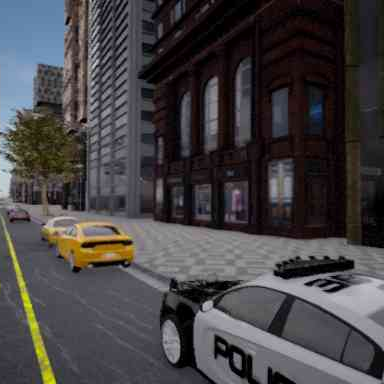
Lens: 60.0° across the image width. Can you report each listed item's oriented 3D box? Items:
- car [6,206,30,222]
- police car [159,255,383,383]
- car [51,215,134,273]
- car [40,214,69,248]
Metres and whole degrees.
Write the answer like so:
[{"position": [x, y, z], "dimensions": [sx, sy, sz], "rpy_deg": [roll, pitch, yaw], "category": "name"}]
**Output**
[{"position": [-19.169, 2.589, 36.965], "dimensions": [1.994, 1.385, 4.181], "rpy_deg": [1, -2, -30], "category": "car"}, {"position": [1.255, 1.556, 3.745], "dimensions": [1.930, 1.638, 5.238], "rpy_deg": [1, -2, -30], "category": "police car"}, {"position": [-3.736, 1.840, 12.278], "dimensions": [1.882, 1.535, 5.008], "rpy_deg": [1, -2, -30], "category": "car"}, {"position": [-6.860, 1.962, 17.622], "dimensions": [1.801, 1.575, 5.366], "rpy_deg": [1, -2, -30], "category": "car"}]
